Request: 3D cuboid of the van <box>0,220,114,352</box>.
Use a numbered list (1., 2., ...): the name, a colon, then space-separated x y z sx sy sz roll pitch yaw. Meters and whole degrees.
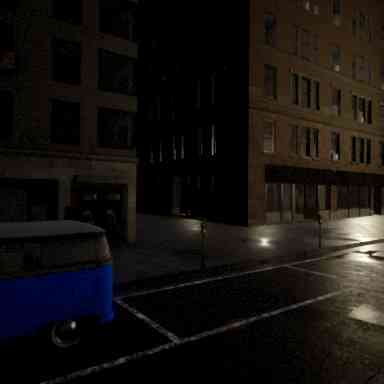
1. van: -3.091 1.341 4.548 3.998 1.788 1.690 0 1 -36
